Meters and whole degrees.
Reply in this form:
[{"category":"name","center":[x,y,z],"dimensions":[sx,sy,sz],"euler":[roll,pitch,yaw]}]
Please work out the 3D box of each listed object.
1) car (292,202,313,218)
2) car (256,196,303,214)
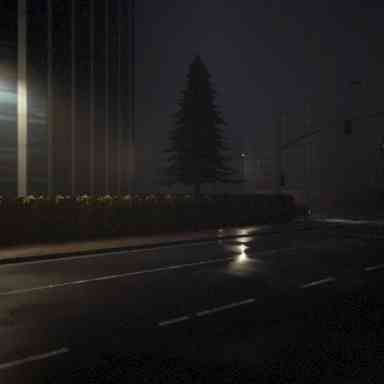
[{"category":"car","center":[8.535,1.479,30.118],"dimensions":[2.128,1.511,4.902],"euler":[0,0,-35]},{"category":"car","center":[9.169,1.337,35.309],"dimensions":[2.097,1.767,4.553],"euler":[0,0,-35]}]
